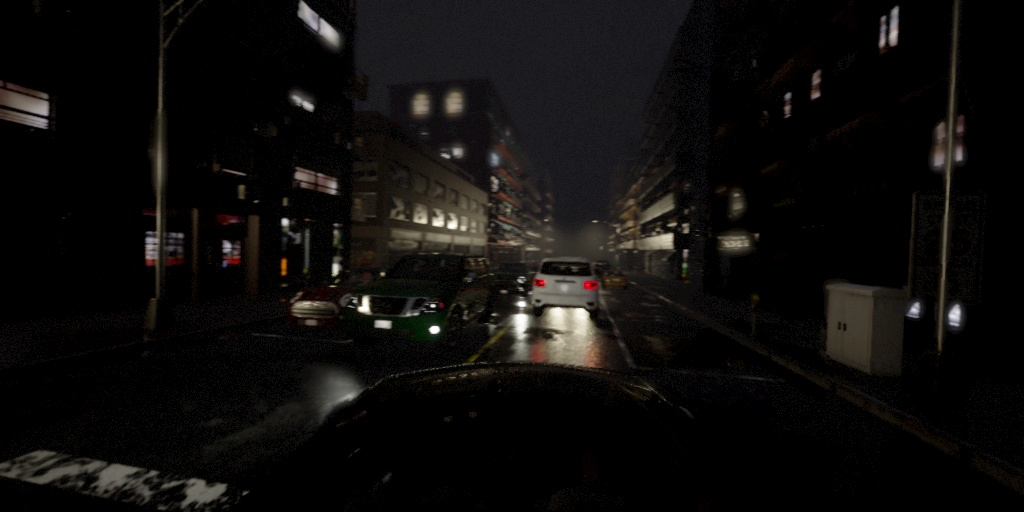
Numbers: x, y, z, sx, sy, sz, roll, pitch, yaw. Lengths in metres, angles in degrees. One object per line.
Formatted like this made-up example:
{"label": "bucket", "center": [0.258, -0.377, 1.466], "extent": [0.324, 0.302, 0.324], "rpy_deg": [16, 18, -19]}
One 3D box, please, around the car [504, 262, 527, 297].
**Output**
{"label": "car", "center": [0.057, 1.120, 19.136], "extent": [2.097, 1.767, 4.553], "rpy_deg": [2, 0, 11]}

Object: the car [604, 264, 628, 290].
{"label": "car", "center": [7.096, 1.527, 25.243], "extent": [1.751, 1.417, 4.829], "rpy_deg": [0, 0, 11]}

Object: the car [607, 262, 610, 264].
{"label": "car", "center": [9.280, 1.609, 36.073], "extent": [1.751, 1.417, 4.829], "rpy_deg": [0, 0, 11]}

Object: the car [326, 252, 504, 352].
{"label": "car", "center": [-1.904, 0.916, 9.295], "extent": [2.150, 2.045, 5.566], "rpy_deg": [2, 0, 9]}

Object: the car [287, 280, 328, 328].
{"label": "car", "center": [-4.343, 1.056, 10.393], "extent": [1.967, 1.591, 4.097], "rpy_deg": [0, 0, 11]}

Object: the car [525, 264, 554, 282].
{"label": "car", "center": [2.517, 1.423, 31.541], "extent": [1.994, 1.385, 4.181], "rpy_deg": [2, 0, 11]}

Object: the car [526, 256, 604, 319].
{"label": "car", "center": [2.119, 1.054, 13.586], "extent": [2.150, 2.045, 5.566], "rpy_deg": [2, 0, 11]}
